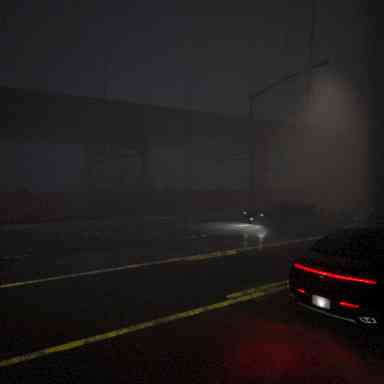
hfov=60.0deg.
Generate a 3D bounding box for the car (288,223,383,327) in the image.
[{"bbox_3d":[3.945,1.370,6.482,4.892,1.490,1.837,-2,2,-35],"label":"car"}]

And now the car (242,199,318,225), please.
[{"bbox_3d":[5.629,1.141,20.751,5.357,1.411,2.033,-1,1,-35],"label":"car"}]
